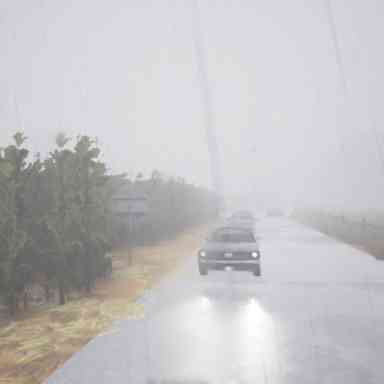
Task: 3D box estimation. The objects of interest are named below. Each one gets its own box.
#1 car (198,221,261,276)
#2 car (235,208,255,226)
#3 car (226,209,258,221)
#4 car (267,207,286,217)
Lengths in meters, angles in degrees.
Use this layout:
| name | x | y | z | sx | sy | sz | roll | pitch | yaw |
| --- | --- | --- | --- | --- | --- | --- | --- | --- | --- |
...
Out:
| name | x | y | z | sx | sy | sz | roll | pitch | yaw |
| --- | --- | --- | --- | --- | --- | --- | --- | --- | --- |
| car | 1.421 | 1.918 | 11.530 | 1.895 | 1.301 | 4.718 | -2 | -2 | 10 |
| car | 5.267 | 2.437 | 32.736 | 1.837 | 1.490 | 4.892 | -2 | -2 | 10 |
| car | 3.406 | 2.144 | 22.541 | 2.128 | 1.511 | 4.902 | -2 | -2 | 10 |
| car | 11.615 | 2.713 | 45.847 | 1.994 | 1.385 | 4.181 | -2 | -2 | 22 |
